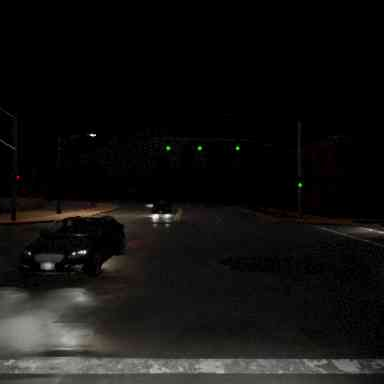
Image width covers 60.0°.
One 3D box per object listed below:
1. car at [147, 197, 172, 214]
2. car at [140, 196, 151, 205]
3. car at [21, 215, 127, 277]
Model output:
[{"bbox_3d":[-3.076,1.548,35.035,2.033,1.411,5.357,0,0,0],"label":"car"},{"bbox_3d":[-7.806,1.485,59.597,1.994,1.385,4.181,0,0,-32],"label":"car"},{"bbox_3d":[-3.355,1.492,10.334,2.128,1.511,4.902,0,0,2],"label":"car"}]
